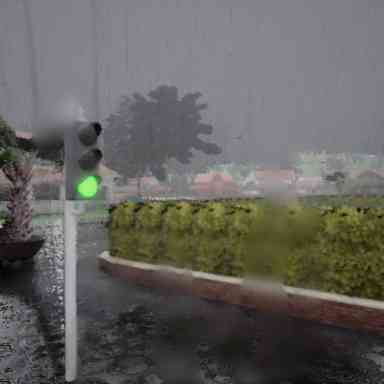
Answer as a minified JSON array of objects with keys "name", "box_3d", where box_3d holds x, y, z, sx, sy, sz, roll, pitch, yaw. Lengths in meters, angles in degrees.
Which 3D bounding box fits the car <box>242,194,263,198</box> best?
[{"name":"car","box_3d":[7.314,1.320,41.798,2.150,2.045,5.566,0,0,36]}]
